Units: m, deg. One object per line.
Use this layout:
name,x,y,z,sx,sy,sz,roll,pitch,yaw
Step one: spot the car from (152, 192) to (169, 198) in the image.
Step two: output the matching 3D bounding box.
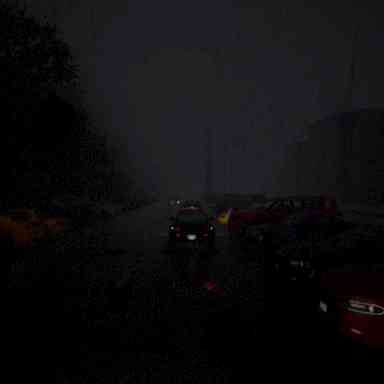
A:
car,-8.541,0.824,91.487,4.553,1.767,2.185,0,0,0

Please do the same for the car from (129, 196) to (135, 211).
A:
car,-8.558,1.392,33.004,4.892,1.521,2.231,0,0,0

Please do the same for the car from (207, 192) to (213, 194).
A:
car,4.556,1.194,44.171,4.553,1.767,2.185,0,0,0

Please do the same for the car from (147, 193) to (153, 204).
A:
car,-8.551,1.301,46.928,5.008,1.535,2.097,0,0,0

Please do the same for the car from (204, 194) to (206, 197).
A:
car,4.552,1.311,49.739,4.792,1.488,2.163,0,0,0

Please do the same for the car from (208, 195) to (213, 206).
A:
car,4.533,1.374,35.822,5.008,1.535,2.097,0,0,0

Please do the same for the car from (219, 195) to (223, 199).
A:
car,4.563,1.316,24.563,4.553,1.767,2.185,0,0,0

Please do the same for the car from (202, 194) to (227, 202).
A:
car,4.523,1.156,66.439,4.892,1.521,2.231,0,0,0

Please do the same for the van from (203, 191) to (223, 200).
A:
van,4.630,0.862,74.662,4.442,1.987,1.878,0,0,0

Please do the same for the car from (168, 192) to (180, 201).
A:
car,-3.525,1.184,71.720,1.994,1.385,4.181,0,0,0

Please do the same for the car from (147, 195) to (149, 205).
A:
car,-8.558,1.359,44.144,4.674,1.452,2.002,0,0,0

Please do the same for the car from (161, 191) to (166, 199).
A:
car,-8.570,1.132,69.209,5.008,1.535,2.097,0,0,0

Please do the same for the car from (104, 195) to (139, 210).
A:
car,-8.581,1.403,35.787,4.792,1.488,2.163,0,0,0

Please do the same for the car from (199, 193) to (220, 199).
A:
car,4.694,0.970,88.704,5.366,1.575,1.946,0,0,0

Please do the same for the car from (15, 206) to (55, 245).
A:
car,-8.539,1.504,13.386,5.008,1.535,2.097,0,0,0

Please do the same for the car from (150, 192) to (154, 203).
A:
car,-8.525,1.156,49.712,4.553,1.767,2.185,0,0,0

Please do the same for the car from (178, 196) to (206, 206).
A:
car,-0.004,1.442,29.282,1.837,1.490,4.892,0,1,0

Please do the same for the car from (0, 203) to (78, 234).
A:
car,-8.731,1.485,16.294,5.366,1.575,1.946,0,0,0

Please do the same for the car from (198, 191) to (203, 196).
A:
car,4.332,1.174,63.655,5.366,1.575,1.946,0,0,0

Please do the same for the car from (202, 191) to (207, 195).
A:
car,4.551,1.095,58.087,4.553,1.767,2.185,0,0,0

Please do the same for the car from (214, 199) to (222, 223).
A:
car,4.347,1.453,21.906,5.366,1.575,1.946,0,0,0

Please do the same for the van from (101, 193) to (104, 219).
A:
van,-8.431,1.230,21.863,4.442,1.987,1.878,0,0,0

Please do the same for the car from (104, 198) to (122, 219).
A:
car,-8.552,1.464,27.434,4.674,1.452,2.002,0,0,0

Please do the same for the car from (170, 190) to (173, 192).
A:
car,-8.600,0.721,88.700,5.566,2.045,2.435,0,0,0

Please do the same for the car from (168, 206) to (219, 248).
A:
car,0.001,1.504,14.358,1.812,1.442,4.674,0,-1,0

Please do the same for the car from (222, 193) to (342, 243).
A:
car,4.506,1.237,16.338,5.566,2.045,2.435,0,0,0

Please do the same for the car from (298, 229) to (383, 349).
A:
car,4.545,1.513,5.194,5.008,1.535,2.097,0,0,0

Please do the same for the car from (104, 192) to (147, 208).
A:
car,-8.525,1.105,38.573,5.566,2.045,2.435,0,0,0

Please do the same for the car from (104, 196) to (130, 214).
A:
car,-8.556,1.408,30.219,5.008,1.535,2.097,0,0,0

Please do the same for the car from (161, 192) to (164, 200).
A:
car,-8.533,1.184,66.423,4.792,1.488,2.163,0,0,0

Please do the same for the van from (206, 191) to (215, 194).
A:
van,4.641,1.076,46.891,4.442,1.987,1.878,0,0,0

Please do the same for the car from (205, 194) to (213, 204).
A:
car,4.711,1.335,41.389,5.366,1.575,1.946,0,0,0

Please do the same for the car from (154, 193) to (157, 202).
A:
car,-8.563,1.261,52.498,5.008,1.535,2.097,0,0,0

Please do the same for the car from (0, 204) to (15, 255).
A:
car,-8.575,1.389,10.600,4.553,1.767,2.185,0,0,0

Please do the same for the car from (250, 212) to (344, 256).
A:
car,4.566,1.544,10.771,4.792,1.488,2.163,0,0,0

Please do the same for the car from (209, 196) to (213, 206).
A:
car,4.523,1.391,33.039,5.008,1.535,2.097,0,0,0

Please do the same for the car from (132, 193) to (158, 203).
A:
car,-8.593,1.073,60.853,4.553,1.767,2.185,0,0,0

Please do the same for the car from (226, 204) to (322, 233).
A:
car,4.539,1.472,19.122,5.008,1.535,2.097,0,0,0

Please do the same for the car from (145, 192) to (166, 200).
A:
car,-8.536,0.938,77.561,4.553,1.767,2.185,0,0,0

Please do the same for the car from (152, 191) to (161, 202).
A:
car,-8.531,0.989,55.283,5.566,2.045,2.435,0,0,0

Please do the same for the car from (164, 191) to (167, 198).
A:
car,-8.750,1.107,71.868,5.366,1.575,1.946,0,0,0

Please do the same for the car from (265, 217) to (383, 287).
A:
car,4.543,1.518,7.983,5.008,1.535,2.097,0,0,0

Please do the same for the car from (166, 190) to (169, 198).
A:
car,-8.594,0.836,74.651,5.566,2.045,2.435,0,0,0

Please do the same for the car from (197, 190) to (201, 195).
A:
car,4.543,0.859,72.003,5.566,2.045,2.435,0,0,0

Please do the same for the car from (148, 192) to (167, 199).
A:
car,-8.600,0.894,83.006,4.553,1.767,2.185,0,0,0

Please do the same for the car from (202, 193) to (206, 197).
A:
car,4.518,1.281,55.306,4.674,1.452,2.002,0,0,0

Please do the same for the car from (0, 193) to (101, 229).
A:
car,-8.518,1.221,19.078,5.566,2.045,2.435,0,0,0

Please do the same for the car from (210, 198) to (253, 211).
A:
car,4.524,1.397,38.606,4.674,1.452,2.002,0,0,0

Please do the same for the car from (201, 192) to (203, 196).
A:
car,4.512,1.200,60.873,4.892,1.521,2.231,0,0,0

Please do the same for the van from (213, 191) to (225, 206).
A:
van,4.413,1.182,30.254,4.442,1.987,1.878,0,0,0

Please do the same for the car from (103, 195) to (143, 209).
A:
car,-8.523,1.212,41.358,4.553,1.767,2.185,0,0,0
